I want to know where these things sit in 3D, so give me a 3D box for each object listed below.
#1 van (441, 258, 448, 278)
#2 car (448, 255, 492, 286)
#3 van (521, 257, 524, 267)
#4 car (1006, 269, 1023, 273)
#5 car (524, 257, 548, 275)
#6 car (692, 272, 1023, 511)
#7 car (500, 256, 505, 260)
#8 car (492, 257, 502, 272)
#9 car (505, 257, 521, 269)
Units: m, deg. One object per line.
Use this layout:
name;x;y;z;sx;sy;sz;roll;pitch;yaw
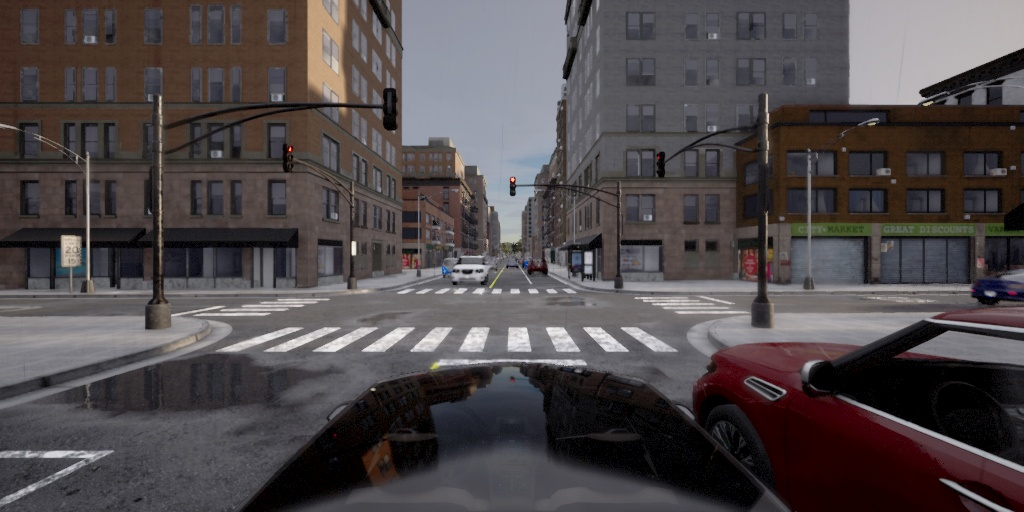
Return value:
van;-5.399;1.087;33.132;1.690;1.789;3.998;0;0;0
car;-2.841;0.969;25.428;2.150;2.045;5.566;0;0;0
van;2.704;1.084;54.756;1.690;1.789;3.998;0;0;0
car;19.666;1.185;13.046;4.674;1.442;1.812;0;0;-1
car;2.715;1.060;38.538;2.192;1.841;5.009;0;0;0
car;2.638;1.065;1.167;2.192;1.841;5.009;0;0;0
car;-2.734;0.920;62.509;2.128;1.511;4.902;0;0;0
car;-2.830;1.235;46.543;2.128;1.511;4.902;0;0;0
car;0.068;1.306;57.962;1.994;1.385;4.181;0;0;0
